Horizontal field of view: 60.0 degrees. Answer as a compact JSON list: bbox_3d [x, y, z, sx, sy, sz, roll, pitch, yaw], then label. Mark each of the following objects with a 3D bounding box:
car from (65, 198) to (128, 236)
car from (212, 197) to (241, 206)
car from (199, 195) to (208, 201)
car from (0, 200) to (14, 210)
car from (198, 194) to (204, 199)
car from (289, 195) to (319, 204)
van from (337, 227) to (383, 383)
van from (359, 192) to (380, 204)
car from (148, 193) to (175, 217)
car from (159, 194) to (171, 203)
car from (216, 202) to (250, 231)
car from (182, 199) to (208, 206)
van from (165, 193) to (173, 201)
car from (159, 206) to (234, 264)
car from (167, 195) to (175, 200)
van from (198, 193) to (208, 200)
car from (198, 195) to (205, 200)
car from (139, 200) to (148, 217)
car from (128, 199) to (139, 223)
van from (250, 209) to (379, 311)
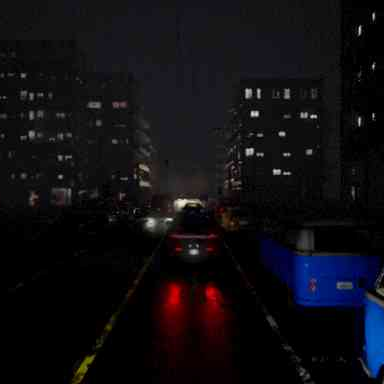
[{"bbox_3d":[-5.315,1.282,18.527,2.192,1.841,5.009,0,0,0],"label":"car"},{"bbox_3d":[2.566,1.273,24.074,2.192,1.841,5.009,0,0,0],"label":"car"},{"bbox_3d":[2.665,1.383,78.797,1.887,1.381,4.507,0,0,0],"label":"car"},{"bbox_3d":[-26.165,1.692,44.606,4.097,1.590,1.967,-1,1,0],"label":"car"},{"bbox_3d":[2.573,1.325,95.710,1.752,1.417,4.829,0,0,0],"label":"car"},{"bbox_3d":[17.594,1.187,52.499,4.507,1.381,1.887,-1,1,0],"label":"car"},{"bbox_3d":[2.564,1.338,1.884,1.690,1.788,3.998,0,0,0],"label":"van"},{"bbox_3d":[22.952,0.928,44.617,3.998,1.788,1.690,-1,1,0],"label":"van"},{"bbox_3d":[-2.810,1.168,31.270,2.150,2.045,5.566,0,0,1],"label":"car"},{"bbox_3d":[-5.440,1.304,67.633,1.967,1.590,4.097,0,0,0],"label":"car"},{"bbox_3d":[2.566,1.493,18.697,1.752,1.417,4.829,0,0,0],"label":"car"},{"bbox_3d":[0.067,1.516,26.306,1.994,1.385,4.181,0,0,0],"label":"car"},{"bbox_3d":[-5.404,1.179,78.797,1.690,1.788,3.998,0,0,0],"label":"van"},{"bbox_3d":[0.067,1.471,11.770,2.128,1.511,4.902,0,0,0],"label":"car"},{"bbox_3d":[-5.357,1.407,84.379,1.802,1.307,4.206,0,0,0],"label":"car"},{"bbox_3d":[2.700,1.194,72.593,1.690,1.788,3.998,0,0,0],"label":"van"},{"bbox_3d":[2.574,1.379,89.959,1.947,1.339,4.313,0,0,0],"label":"car"},{"bbox_3d":[-5.404,1.387,29.618,1.967,1.590,4.097,0,0,0],"label":"car"},{"bbox_3d":[-5.314,1.397,24.074,1.967,1.590,4.097,0,0,0],"label":"car"},{"bbox_3d":[2.565,1.328,7.431,1.690,1.788,3.998,0,0,0],"label":"van"}]
